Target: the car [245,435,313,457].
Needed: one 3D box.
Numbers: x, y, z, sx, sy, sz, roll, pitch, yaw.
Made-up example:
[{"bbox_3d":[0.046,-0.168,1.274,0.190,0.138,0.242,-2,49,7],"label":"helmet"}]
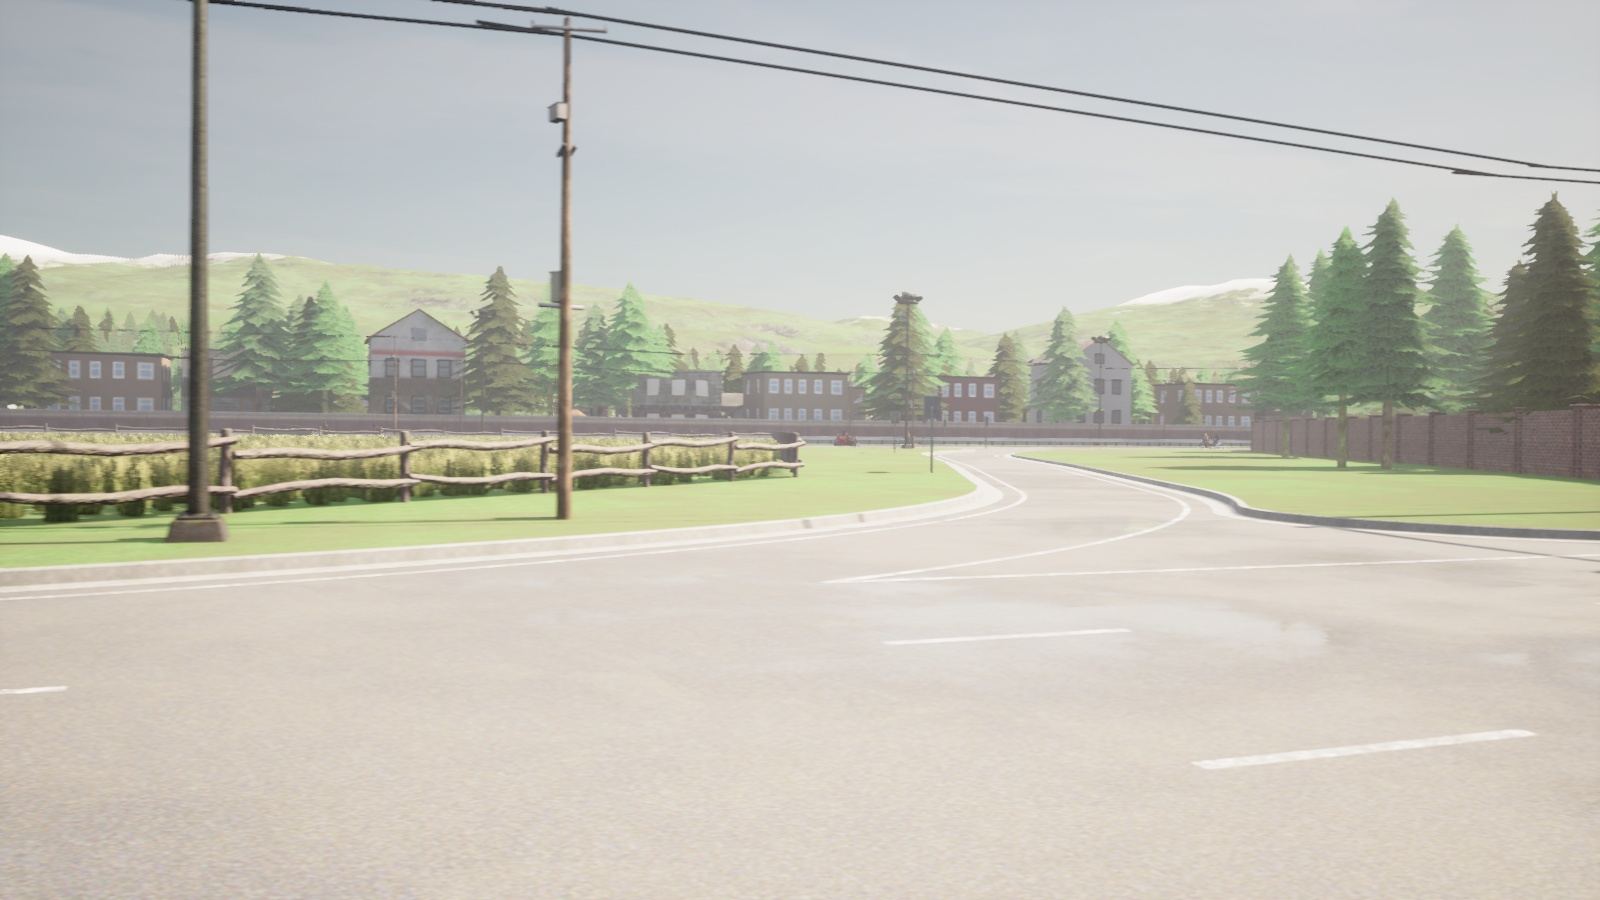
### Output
[{"bbox_3d":[-38.097,-0.339,91.920,4.514,1.525,2.007,-1,1,-21],"label":"car"}]
